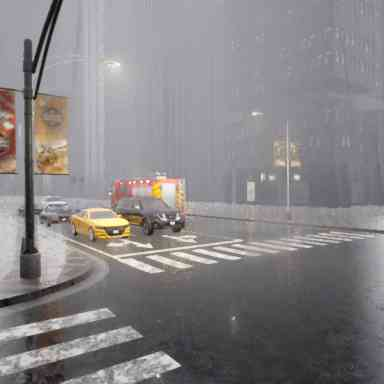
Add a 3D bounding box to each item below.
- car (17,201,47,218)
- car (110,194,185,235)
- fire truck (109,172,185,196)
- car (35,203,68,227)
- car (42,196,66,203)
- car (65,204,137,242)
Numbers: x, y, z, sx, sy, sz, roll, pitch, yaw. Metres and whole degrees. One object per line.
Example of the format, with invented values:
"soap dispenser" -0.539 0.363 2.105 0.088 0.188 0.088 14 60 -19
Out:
"car" -16.822 1.890 34.588 1.895 1.301 4.718 -1 0 -34
"car" -2.717 1.355 20.181 2.150 2.045 5.566 -1 0 -37
"fire truck" -4.048 0.490 27.918 2.891 3.827 8.468 -1 0 -35
"car" -10.205 1.781 25.208 1.994 1.385 4.181 -1 0 -35
"car" -16.545 1.504 39.857 2.150 2.045 5.566 -1 0 -34
"car" -5.030 1.637 17.858 1.882 1.535 5.008 -1 0 -35
